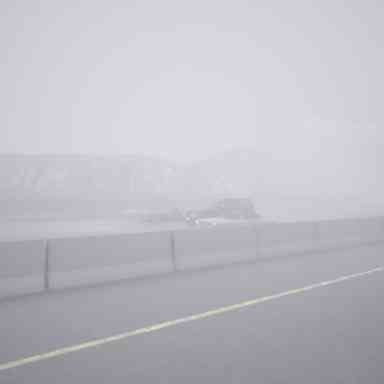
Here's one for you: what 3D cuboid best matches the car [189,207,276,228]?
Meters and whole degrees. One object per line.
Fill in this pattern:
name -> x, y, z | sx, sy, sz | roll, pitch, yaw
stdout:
car -> 2.443, 1.713, 18.646 | 4.718, 1.301, 1.895 | 1, 0, -36

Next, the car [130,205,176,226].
car -> -1.786, 1.713, 24.227 | 4.718, 1.301, 1.895 | 1, 0, -36

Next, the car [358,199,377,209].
car -> 28.560, 1.981, 53.932 | 1.837, 1.490, 4.892 | 0, 0, 43

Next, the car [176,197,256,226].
car -> 1.983, 1.350, 22.618 | 5.566, 2.045, 2.150 | 0, 0, -36

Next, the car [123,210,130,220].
car -> -3.270, 1.720, 27.470 | 4.718, 1.301, 1.895 | 1, 0, -36
